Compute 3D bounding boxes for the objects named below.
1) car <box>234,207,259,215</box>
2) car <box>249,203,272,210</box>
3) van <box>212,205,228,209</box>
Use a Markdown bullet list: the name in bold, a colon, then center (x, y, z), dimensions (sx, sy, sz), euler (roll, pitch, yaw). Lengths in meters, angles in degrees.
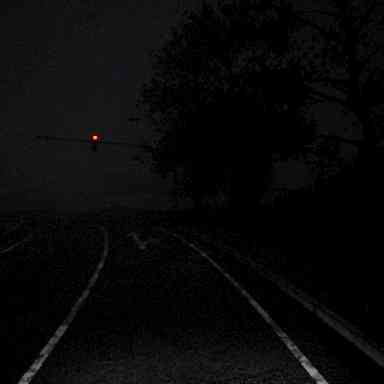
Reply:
- **car**: center (11.884, 4.154, 72.901), dimensions (1.946, 1.575, 5.366), euler (4, -8, -42)
- **car**: center (11.844, 2.476, 54.463), dimensions (4.181, 1.385, 1.994), euler (1, -6, -23)
- **van**: center (6.582, 3.768, 70.418), dimensions (1.878, 1.987, 4.442), euler (5, -8, -42)
